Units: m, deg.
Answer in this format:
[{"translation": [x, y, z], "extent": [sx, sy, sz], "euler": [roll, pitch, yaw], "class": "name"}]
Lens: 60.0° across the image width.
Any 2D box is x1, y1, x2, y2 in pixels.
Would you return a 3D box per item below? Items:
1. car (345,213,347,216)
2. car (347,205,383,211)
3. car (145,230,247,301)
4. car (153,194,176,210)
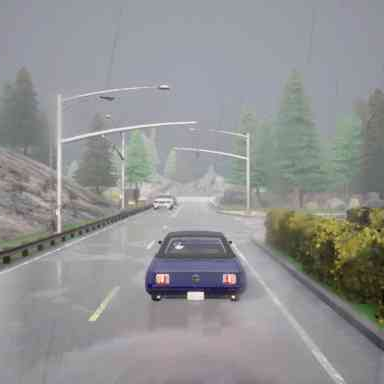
[{"translation": [15.491, 1.763, 27.836], "extent": [4.718, 1.301, 1.895], "euler": [0, 0, 0], "class": "car"}, {"translation": [14.234, 1.763, 24.093], "extent": [4.718, 1.301, 1.895], "euler": [0, 0, -1], "class": "car"}, {"translation": [0.081, 1.601, 8.263], "extent": [1.895, 1.301, 4.718], "euler": [0, 0, 0], "class": "car"}, {"translation": [-3.597, 1.221, 42.693], "extent": [2.150, 2.045, 5.566], "euler": [0, 0, 0], "class": "car"}]
